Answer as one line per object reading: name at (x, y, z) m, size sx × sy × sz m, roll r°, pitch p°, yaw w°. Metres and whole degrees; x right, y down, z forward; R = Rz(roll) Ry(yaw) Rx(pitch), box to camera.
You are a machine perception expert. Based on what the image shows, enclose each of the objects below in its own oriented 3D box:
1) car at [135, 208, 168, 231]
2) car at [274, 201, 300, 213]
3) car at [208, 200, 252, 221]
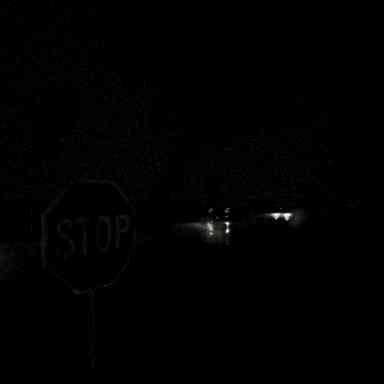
car at (-3.304, 1.642, 19.133) m, size 1.994 × 1.385 × 4.181 m, roll -2°, pitch -2°, yaw 37°
car at (11.055, 1.715, 38.625) m, size 1.994 × 1.385 × 4.181 m, roll -2°, pitch -1°, yaw 36°
car at (3.250, 1.463, 28.053) m, size 2.097 × 1.767 × 4.553 m, roll -2°, pitch -1°, yaw 36°
